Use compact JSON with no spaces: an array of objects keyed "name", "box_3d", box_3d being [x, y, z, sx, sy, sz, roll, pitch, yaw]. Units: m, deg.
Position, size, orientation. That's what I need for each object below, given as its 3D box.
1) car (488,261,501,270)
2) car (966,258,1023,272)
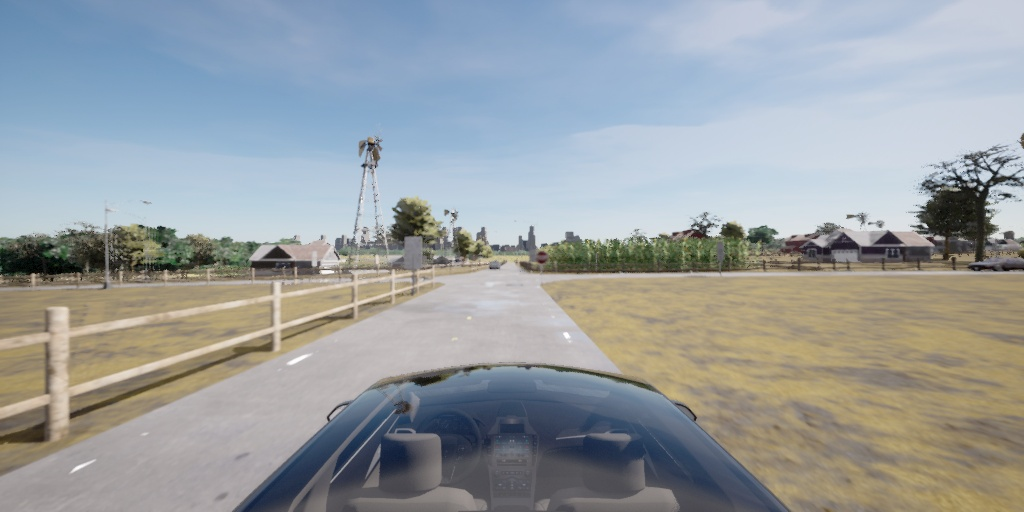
[{"name":"car","box_3d":[-2.740,1.544,57.418,1.837,1.490,4.892,0,2,0]},{"name":"car","box_3d":[49.079,0.863,35.843,5.357,1.411,2.033,0,0,0]}]
